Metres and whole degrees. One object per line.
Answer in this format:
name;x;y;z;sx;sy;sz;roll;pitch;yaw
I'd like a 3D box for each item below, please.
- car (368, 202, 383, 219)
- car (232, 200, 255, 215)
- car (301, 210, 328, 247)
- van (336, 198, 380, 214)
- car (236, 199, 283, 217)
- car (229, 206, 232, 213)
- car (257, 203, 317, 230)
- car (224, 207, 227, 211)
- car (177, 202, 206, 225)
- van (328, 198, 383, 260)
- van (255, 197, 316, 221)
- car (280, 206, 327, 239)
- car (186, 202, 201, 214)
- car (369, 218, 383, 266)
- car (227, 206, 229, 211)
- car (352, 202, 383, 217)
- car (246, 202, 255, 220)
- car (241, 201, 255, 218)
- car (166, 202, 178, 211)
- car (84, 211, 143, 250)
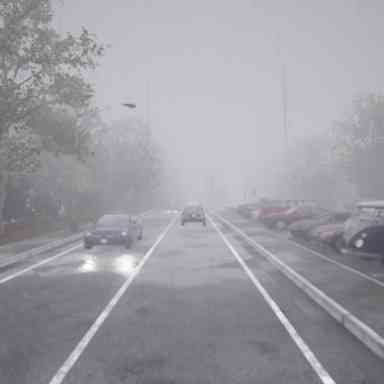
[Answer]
car;20.187;1.774;32.377;4.892;1.521;2.231;0;-1;0
car;7.086;1.526;32.614;5.566;2.045;2.435;0;-1;0
car;7.081;1.572;13.179;4.674;1.452;2.002;0;-1;0
van;20.327;1.678;40.807;4.442;1.987;1.878;0;-1;0
car;7.151;1.689;35.384;4.553;1.767;2.185;0;-1;0
car;7.131;1.857;38.159;5.008;1.535;2.097;0;-1;0
car;7.099;1.637;21.507;5.008;1.535;2.097;0;-1;0
car;6.949;1.963;43.699;5.366;1.575;1.946;0;-1;0
car;0.123;1.751;25.756;2.033;1.411;5.357;0;-1;0
van;6.957;1.271;10.406;4.442;1.987;1.878;0;-1;0
van;7.216;1.446;24.286;4.442;1.987;1.878;0;-1;0
car;7.054;1.597;15.956;4.792;1.488;2.163;0;-1;0
car;0.148;2.017;42.909;1.812;1.442;4.674;0;-1;0
car;7.098;1.492;7.621;4.792;1.488;2.163;0;0;0
car;7.135;1.908;40.930;4.892;1.521;2.231;0;-1;0
car;20.014;1.807;35.145;5.366;1.575;1.946;0;-1;0
car;7.106;1.747;27.059;4.674;1.452;2.002;0;-1;0
car;7.139;1.771;29.834;4.792;1.488;2.163;0;-1;0
car;-3.248;2.351;56.000;2.128;1.511;4.902;0;-2;0
car;-3.338;1.612;14.936;1.812;1.442;4.674;0;0;0
